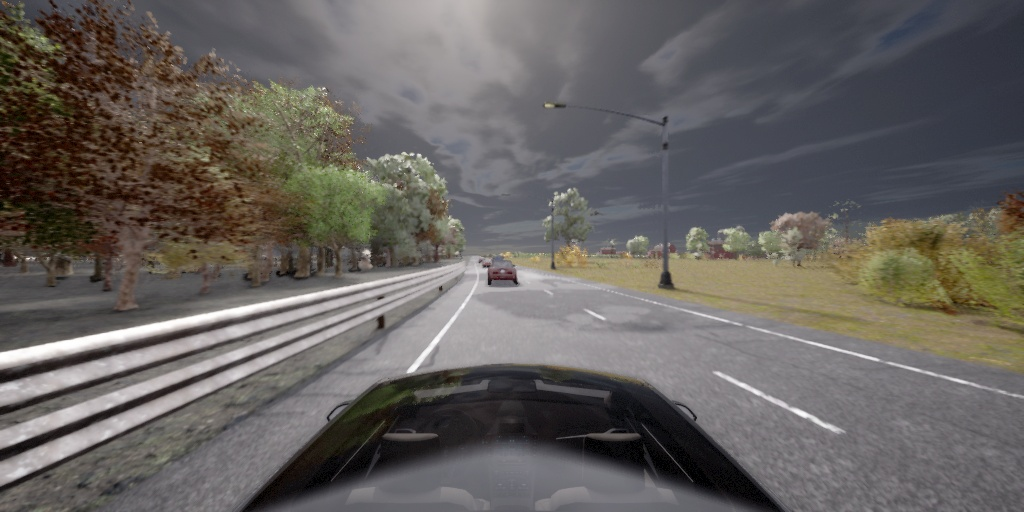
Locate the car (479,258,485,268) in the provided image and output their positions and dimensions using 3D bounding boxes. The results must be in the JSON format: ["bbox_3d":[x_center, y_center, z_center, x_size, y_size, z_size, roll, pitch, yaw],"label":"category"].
[{"bbox_3d":[-3.990,1.275,59.112,1.895,1.301,4.718,0,0,-6],"label":"car"}]

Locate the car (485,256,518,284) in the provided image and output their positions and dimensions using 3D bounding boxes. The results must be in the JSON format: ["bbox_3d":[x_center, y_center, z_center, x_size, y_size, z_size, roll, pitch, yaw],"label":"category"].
[{"bbox_3d":[-0.778,1.073,26.666,2.097,1.767,4.553,0,0,-4],"label":"car"}]
